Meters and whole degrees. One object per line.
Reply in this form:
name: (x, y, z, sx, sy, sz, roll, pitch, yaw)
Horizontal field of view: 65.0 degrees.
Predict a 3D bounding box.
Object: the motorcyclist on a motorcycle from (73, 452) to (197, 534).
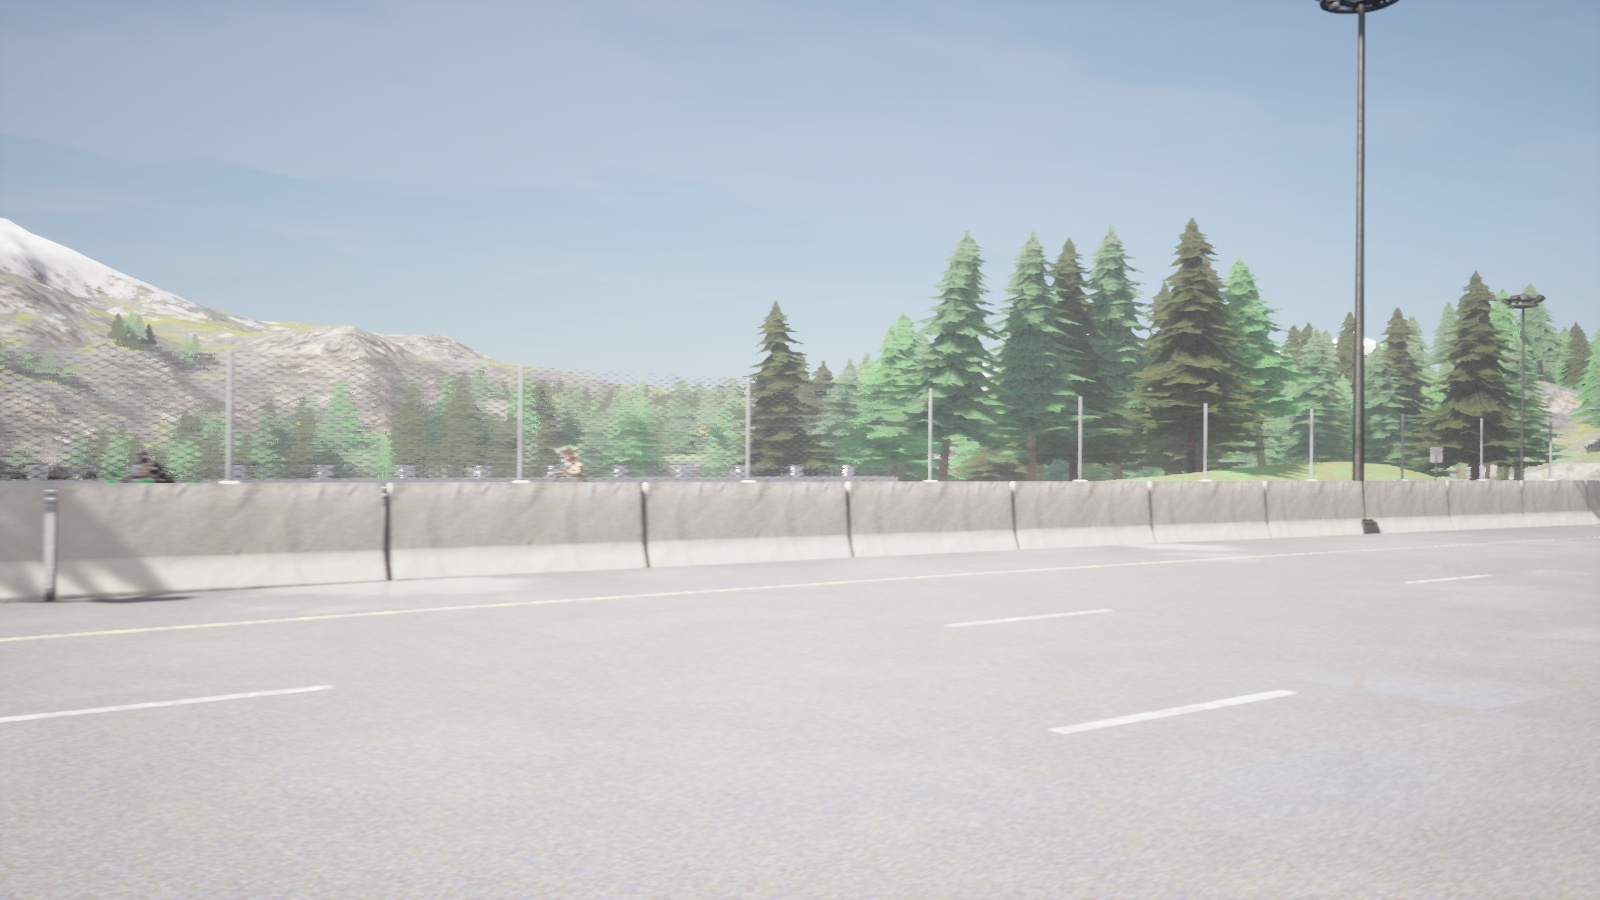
motorcyclist on a motorcycle: (-12.956, 0.813, 24.492, 2.044, 1.523, 0.797, 0, 0, -35)
